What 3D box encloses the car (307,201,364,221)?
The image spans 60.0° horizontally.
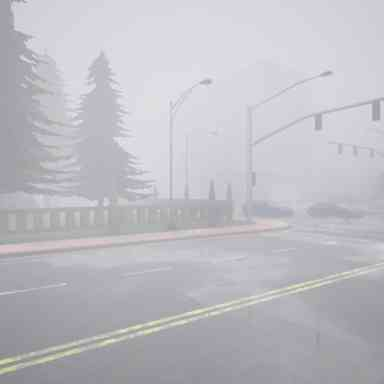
[{"bbox_3d":[11.820,1.525,27.711,1.812,1.442,4.674,0,0,-35],"label":"car"}]

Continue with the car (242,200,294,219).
[{"bbox_3d":[6.575,1.478,29.068,1.882,1.535,5.008,0,0,-35],"label":"car"}]
